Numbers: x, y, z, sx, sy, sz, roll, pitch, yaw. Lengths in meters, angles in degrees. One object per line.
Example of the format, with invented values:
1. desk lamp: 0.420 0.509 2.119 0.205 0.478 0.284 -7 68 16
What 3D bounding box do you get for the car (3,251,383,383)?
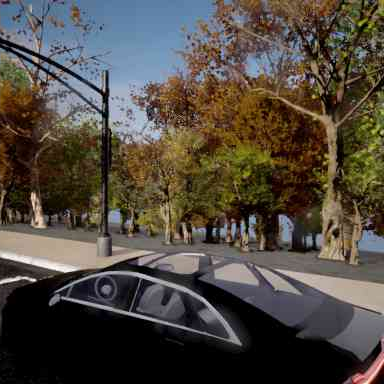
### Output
1. car: -0.395 1.491 3.974 4.902 1.511 2.128 0 0 36
